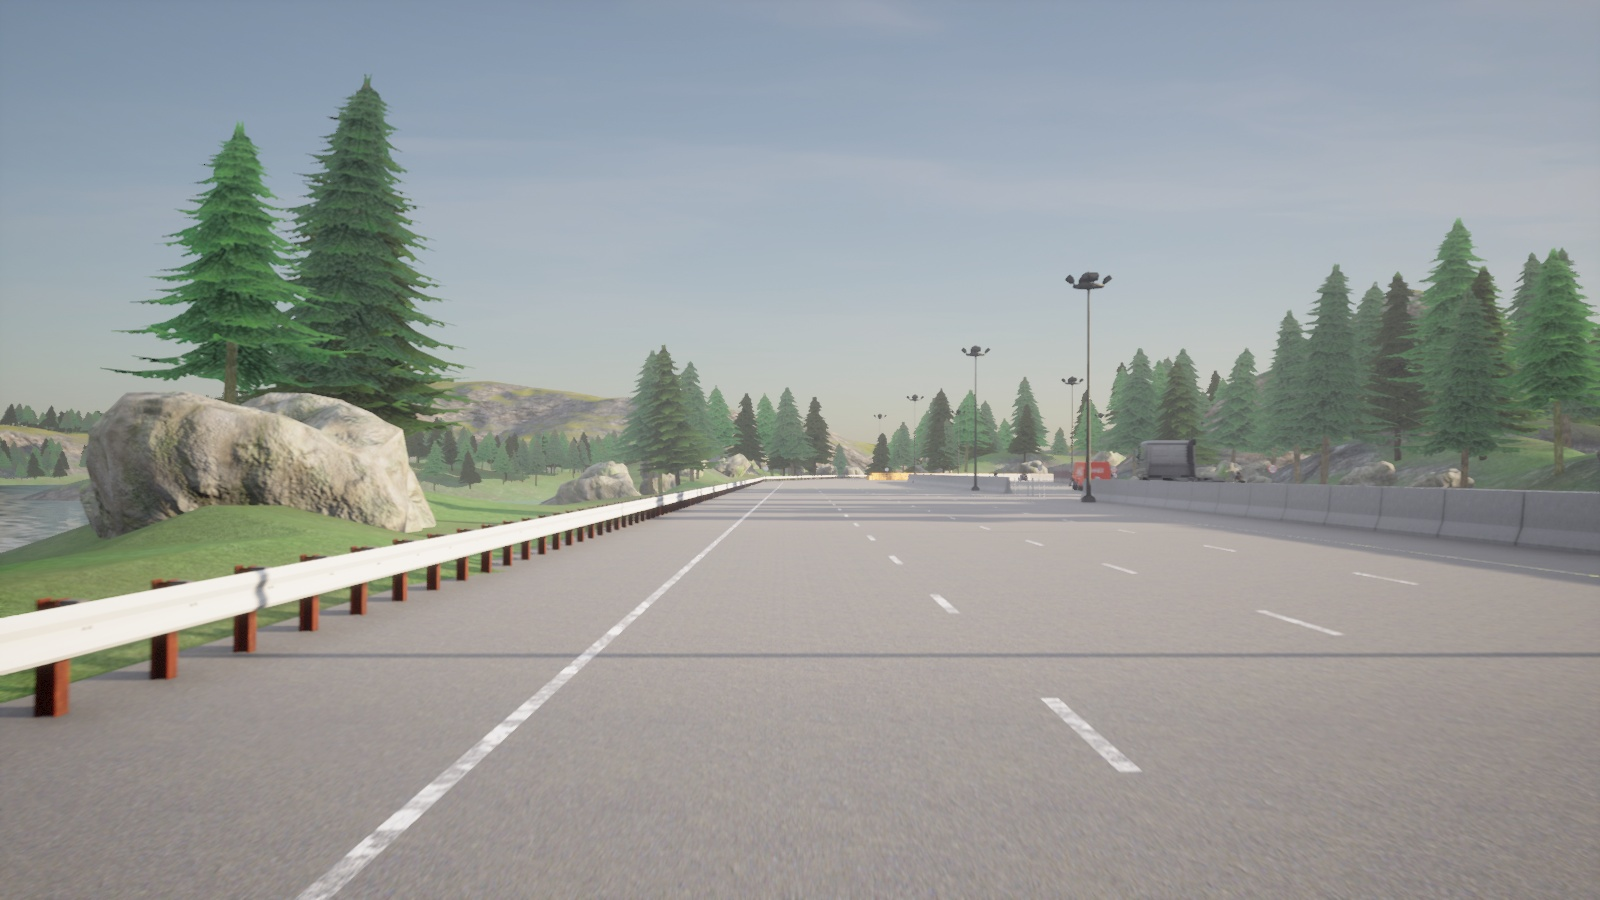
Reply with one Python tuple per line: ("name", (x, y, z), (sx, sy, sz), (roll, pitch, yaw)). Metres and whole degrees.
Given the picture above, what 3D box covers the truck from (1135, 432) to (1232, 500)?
("truck", (20.834, 0.900, 68.724), (2.891, 3.462, 7.936), (0, -1, 0))
